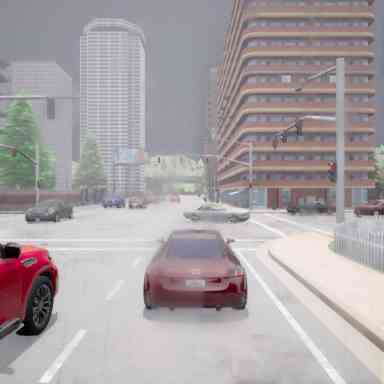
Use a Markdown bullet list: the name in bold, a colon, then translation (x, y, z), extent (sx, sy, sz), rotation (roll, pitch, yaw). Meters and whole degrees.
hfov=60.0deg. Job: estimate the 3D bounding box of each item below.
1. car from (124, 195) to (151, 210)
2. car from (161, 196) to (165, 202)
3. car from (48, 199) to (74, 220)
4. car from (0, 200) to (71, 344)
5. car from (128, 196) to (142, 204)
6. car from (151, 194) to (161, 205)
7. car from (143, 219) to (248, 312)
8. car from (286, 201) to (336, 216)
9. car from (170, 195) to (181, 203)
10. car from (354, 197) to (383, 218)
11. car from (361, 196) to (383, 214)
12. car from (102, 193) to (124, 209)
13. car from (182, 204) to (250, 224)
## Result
- **car**: translation (-7.146, 1.491, 43.810), extent (2.128, 1.511, 4.902), rotation (0, 0, 0)
- **car**: translation (-7.111, 1.524, 75.145), extent (1.812, 1.442, 4.674), rotation (0, 0, 0)
- **car**: translation (-10.635, 1.339, 25.156), extent (2.097, 1.767, 4.553), rotation (0, 0, 0)
- **car**: translation (-3.437, 1.221, 3.539), extent (2.150, 2.045, 5.566), rotation (0, 0, 0)
- **car**: translation (-10.647, 1.525, 62.213), extent (1.812, 1.442, 4.674), rotation (0, 0, 0)
- **car**: translation (-7.162, 1.525, 59.808), extent (1.812, 1.442, 4.674), rotation (0, 0, 0)
- **car**: translation (0.081, 1.564, 7.819), extent (1.994, 1.385, 4.181), rotation (0, 0, 1)
- **car**: translation (11.376, 1.545, 31.393), extent (4.718, 1.301, 1.895), rotation (0, 0, -13)
- **car**: translation (-3.502, 1.351, 69.389), extent (2.097, 1.767, 4.553), rotation (0, 0, 0)
- **car**: translation (16.535, 1.422, 29.129), extent (5.008, 1.535, 1.882), rotation (0, 0, -20)
- **car**: translation (19.815, 1.296, 34.249), extent (4.553, 1.767, 2.097), rotation (0, 0, -27)
- **car**: translation (-10.667, 1.221, 45.778), extent (2.150, 2.045, 5.566), rotation (0, 0, 0)
- **car**: translation (1.808, 1.573, 24.162), extent (4.718, 1.301, 1.895), rotation (0, 0, 22)
